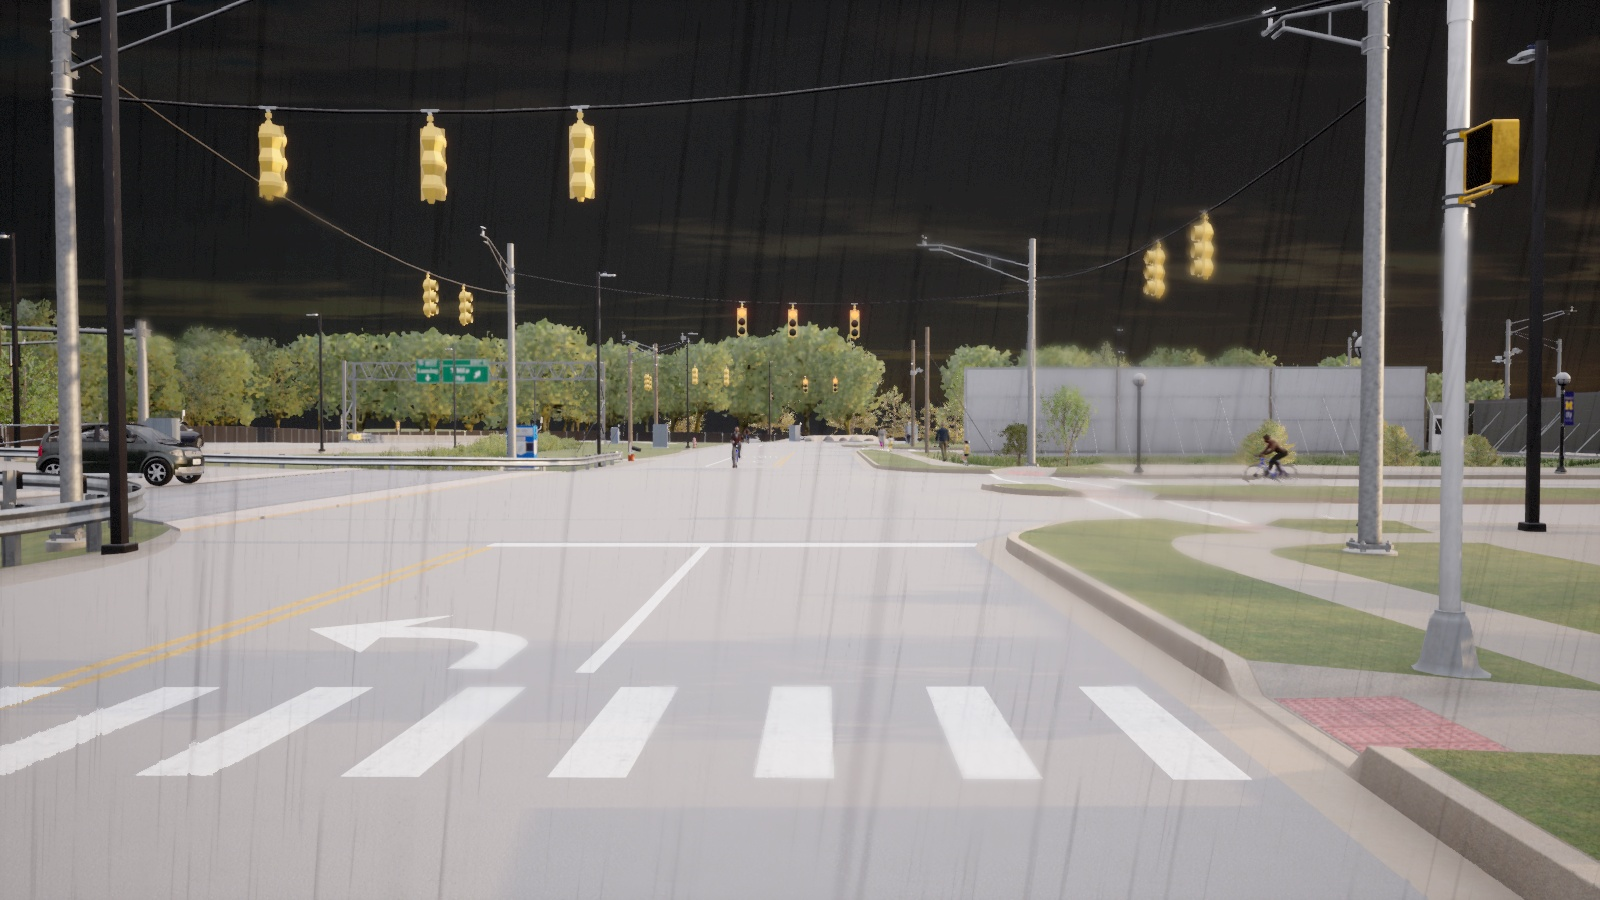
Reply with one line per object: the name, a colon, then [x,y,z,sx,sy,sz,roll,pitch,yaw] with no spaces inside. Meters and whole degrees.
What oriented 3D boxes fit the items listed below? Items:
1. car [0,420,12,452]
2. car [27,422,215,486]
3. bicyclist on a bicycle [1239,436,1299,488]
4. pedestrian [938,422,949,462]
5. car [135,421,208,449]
car: [-37.394,-0.631,56.002,1.816,1.474,4.193,0,1,1]
car: [-16.832,0.080,31.250,3.705,1.549,1.789,0,1,1]
bicyclist on a bicycle: [14.669,0.360,39.268,1.656,1.620,0.582,0,1,1]
pedestrian: [6.636,-0.371,58.015,0.402,1.842,0.726,0,2,1]
car: [-33.704,-0.794,67.431,1.970,1.475,3.806,0,1,1]
